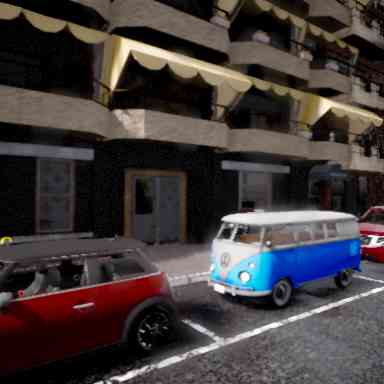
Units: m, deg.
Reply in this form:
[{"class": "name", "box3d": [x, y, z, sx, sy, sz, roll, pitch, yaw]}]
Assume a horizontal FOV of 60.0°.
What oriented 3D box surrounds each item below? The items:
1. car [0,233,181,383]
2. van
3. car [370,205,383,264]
[{"class": "car", "box3d": [-2.255, 1.442, 4.482, 4.097, 1.590, 1.967, 0, 0, -35]}, {"class": "van", "box3d": [2.253, 1.361, 7.696, 3.998, 1.788, 1.690, 0, 0, -35]}, {"class": "car", "box3d": [6.760, 1.352, 10.910, 5.009, 1.841, 2.192, 0, 0, -35]}]
